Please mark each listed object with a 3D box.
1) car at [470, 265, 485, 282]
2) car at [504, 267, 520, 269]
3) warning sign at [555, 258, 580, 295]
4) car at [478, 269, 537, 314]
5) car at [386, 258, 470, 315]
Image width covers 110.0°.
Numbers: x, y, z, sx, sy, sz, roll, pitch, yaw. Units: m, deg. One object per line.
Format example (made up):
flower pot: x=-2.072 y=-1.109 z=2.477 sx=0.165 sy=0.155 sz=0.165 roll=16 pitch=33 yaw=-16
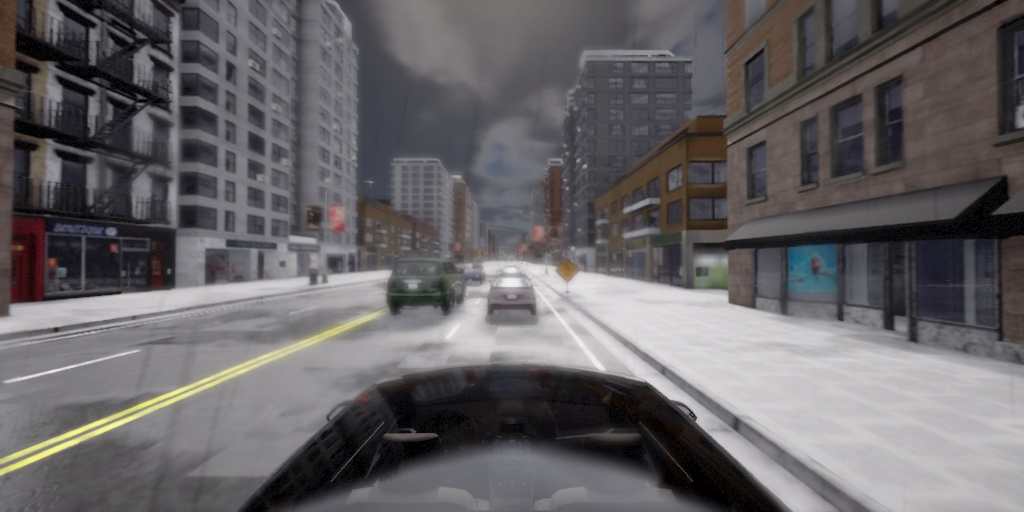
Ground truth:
car: x=-3.236 y=1.629 z=30.116 sx=1.895 sy=1.301 sz=4.718 roll=0 pitch=-1 yaw=0
car: x=0.006 y=1.569 z=29.397 sx=2.033 sy=1.411 sz=5.357 roll=0 pitch=-1 yaw=0
warning sign: x=2.847 y=1.029 z=18.425 sx=1.300 sy=1.860 sz=1.060 roll=0 pitch=0 yaw=0
car: x=0.007 y=1.421 z=14.398 sx=2.033 sy=1.411 sz=5.357 roll=0 pitch=-1 yaw=0
car: x=-3.242 y=1.099 z=14.460 sx=2.150 sy=2.045 sz=5.566 roll=0 pitch=0 yaw=0
